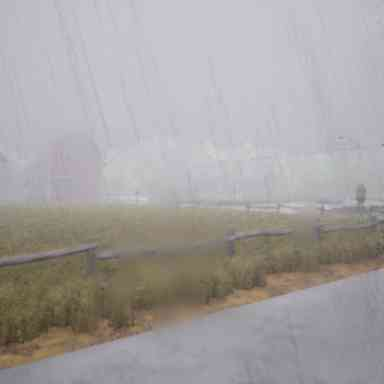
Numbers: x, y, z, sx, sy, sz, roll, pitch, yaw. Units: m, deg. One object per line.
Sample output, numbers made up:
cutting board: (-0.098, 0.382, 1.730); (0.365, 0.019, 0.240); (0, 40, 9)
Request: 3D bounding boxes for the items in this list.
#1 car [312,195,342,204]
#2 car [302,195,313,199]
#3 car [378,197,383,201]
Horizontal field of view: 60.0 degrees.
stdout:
car: (26.136, 1.576, 63.387); (2.242, 1.667, 4.611); (0, 0, -36)
car: (29.698, 1.424, 82.346); (1.932, 1.855, 4.605); (0, 0, -36)
car: (45.730, 1.441, 77.601); (1.905, 1.878, 3.866); (0, 0, -36)
